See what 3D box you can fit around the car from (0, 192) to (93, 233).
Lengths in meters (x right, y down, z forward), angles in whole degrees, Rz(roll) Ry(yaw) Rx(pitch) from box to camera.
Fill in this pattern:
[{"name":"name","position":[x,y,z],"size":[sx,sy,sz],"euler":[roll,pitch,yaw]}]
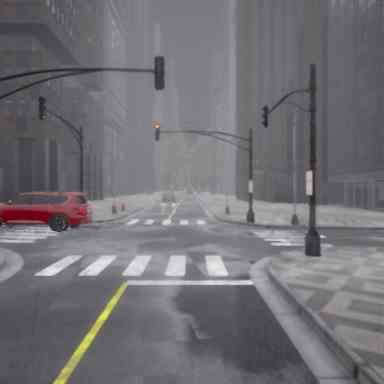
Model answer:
[{"name":"car","position":[-8.068,0.997,17.361],"size":[5.566,2.045,2.150],"euler":[1,0,0]}]

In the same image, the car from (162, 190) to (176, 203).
[{"name":"car","position":[-3.472,0.923,50.838],"size":[1.837,1.490,4.892],"euler":[0,1,0]}]
